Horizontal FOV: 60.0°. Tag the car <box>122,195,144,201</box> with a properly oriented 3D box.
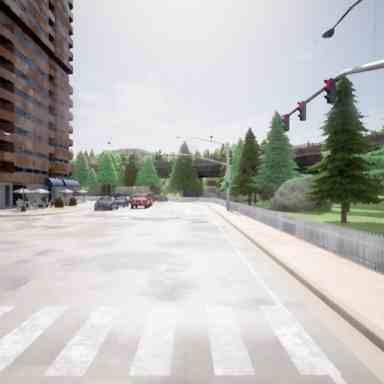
[{"bbox_3d":[-14.721,1.461,82.627,5.357,1.411,2.033,0,0,32],"label":"car"}]

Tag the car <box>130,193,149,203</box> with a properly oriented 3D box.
[{"bbox_3d":[-10.677,1.230,67.842,2.150,2.045,5.566,0,0,-28],"label":"car"}]

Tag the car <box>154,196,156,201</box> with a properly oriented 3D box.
[{"bbox_3d":[-7.564,1.606,56.286,1.895,1.301,4.718,0,0,-6],"label":"car"}]

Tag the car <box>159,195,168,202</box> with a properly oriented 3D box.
[{"bbox_3d":[-7.436,1.363,75.649,2.097,1.767,4.553,0,0,-39],"label":"car"}]

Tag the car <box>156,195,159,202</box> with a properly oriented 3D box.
[{"bbox_3d":[-10.307,1.233,73.651,2.150,2.045,5.566,0,0,-39],"label":"car"}]

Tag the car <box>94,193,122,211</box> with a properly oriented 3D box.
[{"bbox_3d":[-10.625,1.356,41.444,2.097,1.767,4.553,0,0,0],"label":"car"}]

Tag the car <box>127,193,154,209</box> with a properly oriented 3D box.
[{"bbox_3d":[-7.119,1.226,46.530,2.150,2.045,5.566,0,0,0],"label":"car"}]

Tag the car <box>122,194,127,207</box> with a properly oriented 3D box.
[{"bbox_3d":[-10.749,1.510,50.412,1.837,1.490,4.892,0,0,-1],"label":"car"}]

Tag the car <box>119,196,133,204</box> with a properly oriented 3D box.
[{"bbox_3d":[-12.505,1.570,62.829,1.994,1.385,4.181,0,0,-21],"label":"car"}]
